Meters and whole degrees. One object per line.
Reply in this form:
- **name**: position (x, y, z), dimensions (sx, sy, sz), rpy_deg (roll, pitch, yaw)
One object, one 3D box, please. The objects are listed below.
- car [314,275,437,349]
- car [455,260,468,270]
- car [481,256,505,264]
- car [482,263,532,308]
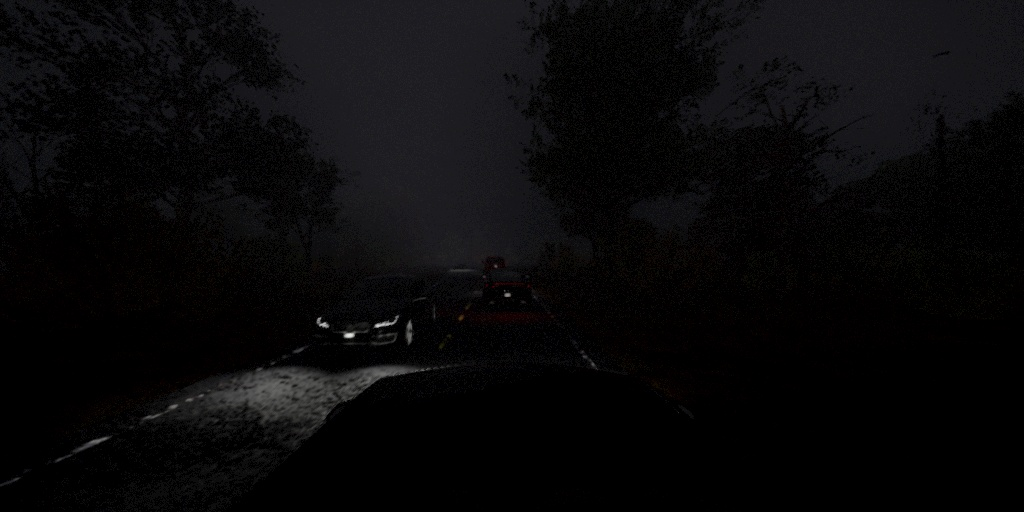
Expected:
- **car**: position (-3.174, 1.274, 9.289), dimensions (1.837, 1.490, 4.892), rpy_deg (0, 0, -1)
- **car**: position (-8.039, 1.371, 56.778), dimensions (1.812, 1.442, 4.674), rpy_deg (0, 0, -10)
- **car**: position (-1.800, 1.023, 35.597), dimensions (2.150, 2.045, 5.566), rpy_deg (0, 0, -6)
- **car**: position (-0.252, 1.247, 15.372), dimensions (1.882, 1.535, 5.008), rpy_deg (0, 0, -2)
